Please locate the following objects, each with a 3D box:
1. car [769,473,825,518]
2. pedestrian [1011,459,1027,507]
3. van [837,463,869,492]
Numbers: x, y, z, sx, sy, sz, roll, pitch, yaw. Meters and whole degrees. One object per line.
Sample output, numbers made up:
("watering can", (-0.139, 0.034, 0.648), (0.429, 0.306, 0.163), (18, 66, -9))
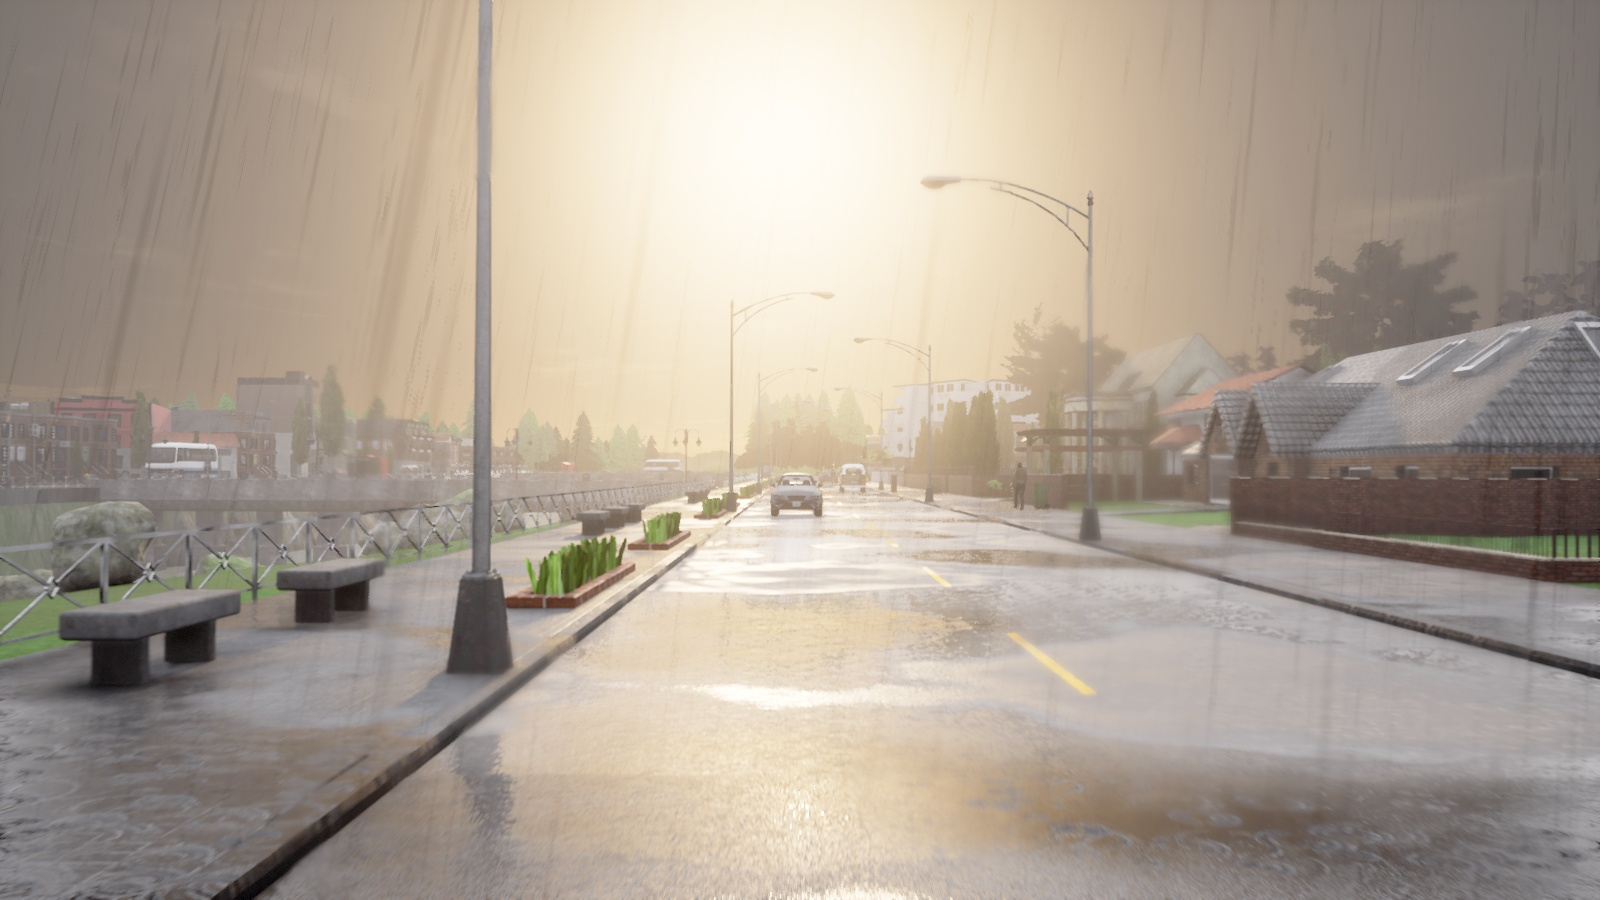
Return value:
("car", (-0.105, 1.529, 43.483), (1.816, 1.474, 4.193), (0, -1, 0))
("pedestrian", (8.275, 1.258, 47.568), (0.328, 1.805, 0.869), (0, -1, -8))
("van", (3.781, 1.980, 90.349), (2.069, 2.038, 4.480), (0, -1, 0))
